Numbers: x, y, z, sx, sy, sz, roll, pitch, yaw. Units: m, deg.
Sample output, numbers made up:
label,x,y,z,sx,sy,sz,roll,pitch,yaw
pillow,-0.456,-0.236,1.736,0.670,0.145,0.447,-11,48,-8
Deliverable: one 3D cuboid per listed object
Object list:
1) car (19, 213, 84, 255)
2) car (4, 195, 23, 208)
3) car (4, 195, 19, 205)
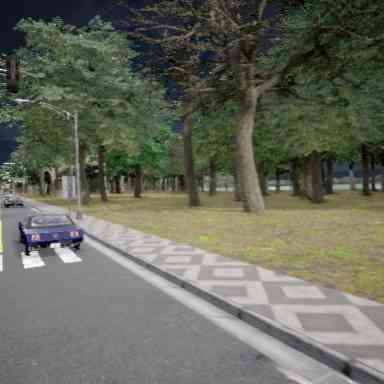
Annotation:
label,x,y,z,sx,sy,sz,roll,pitch,yaw
car,-5.688,1.487,13.063,1.895,1.301,4.718,-2,1,-30
car,-23.250,1.255,43.500,2.033,1.411,5.357,-2,1,-30
car,-28.578,1.211,52.573,2.033,1.411,5.357,-2,1,-30
